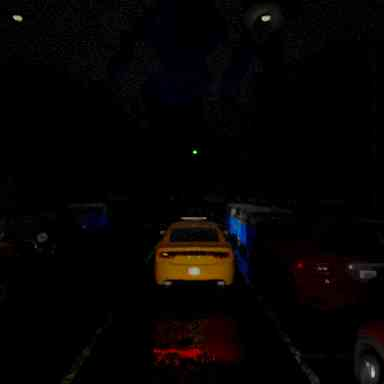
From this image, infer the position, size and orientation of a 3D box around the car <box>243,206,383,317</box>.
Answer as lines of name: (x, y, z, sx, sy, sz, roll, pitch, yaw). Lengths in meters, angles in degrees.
car: (2.737, 1.389, 7.565, 2.192, 1.841, 5.009, 0, -1, 0)

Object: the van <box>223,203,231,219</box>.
van: (2.699, 1.520, 18.439, 1.690, 1.788, 3.998, 0, -1, 0)

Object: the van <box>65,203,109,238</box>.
van: (-5.826, 1.520, 18.409, 1.690, 1.788, 3.998, 0, -1, 0)

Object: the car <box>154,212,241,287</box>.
car: (0.060, 1.571, 9.610, 1.882, 1.535, 5.008, 0, 0, 0)

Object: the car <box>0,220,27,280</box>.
car: (-5.787, 1.598, 7.363, 1.752, 1.417, 4.829, 0, -1, 0)

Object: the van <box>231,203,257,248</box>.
van: (2.718, 1.467, 13.001, 1.690, 1.788, 3.998, 0, -1, 0)

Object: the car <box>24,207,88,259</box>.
car: (-5.807, 1.567, 12.970, 1.967, 1.590, 4.097, 0, -1, 0)

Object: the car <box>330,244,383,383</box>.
car: (2.756, 1.461, 2.126, 1.967, 1.590, 4.097, 0, -1, 0)

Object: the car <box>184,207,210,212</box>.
car: (0.340, 1.693, 20.738, 2.128, 1.511, 4.902, 0, -1, 7)
